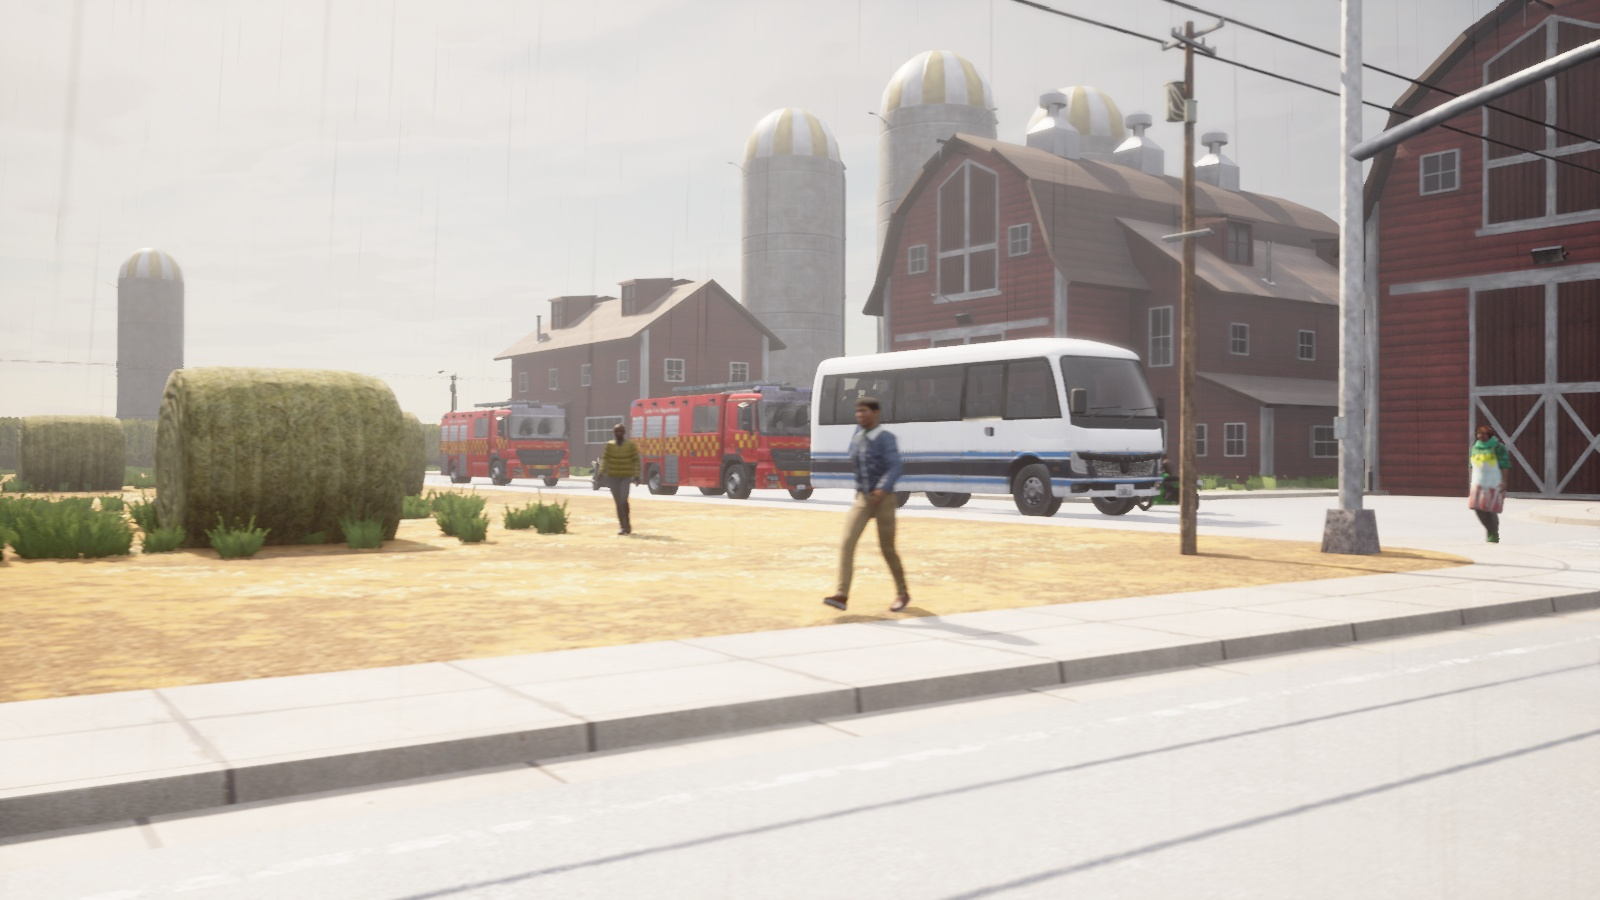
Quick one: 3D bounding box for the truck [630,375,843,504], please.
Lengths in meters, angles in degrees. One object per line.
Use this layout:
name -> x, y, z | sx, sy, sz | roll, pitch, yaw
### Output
truck -> -2.315, -0.307, 41.527 | 2.891, 3.827, 8.468 | 0, 0, -36

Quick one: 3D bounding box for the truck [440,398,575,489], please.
truck -> -13.387, -0.246, 56.836 | 2.891, 3.827, 8.468 | 0, 0, -36

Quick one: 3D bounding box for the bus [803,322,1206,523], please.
bus -> 4.708, -0.560, 31.822 | 3.944, 4.253, 10.273 | 0, 0, -36

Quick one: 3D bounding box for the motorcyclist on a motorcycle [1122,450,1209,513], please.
motorcyclist on a motorcycle -> 9.179, 0.774, 31.608 | 0.797, 1.523, 2.044 | 0, 0, -36

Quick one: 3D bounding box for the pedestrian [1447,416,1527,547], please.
pedestrian -> 10.478, 0.471, 19.161 | 0.873, 1.952, 0.659 | 0, 0, -19

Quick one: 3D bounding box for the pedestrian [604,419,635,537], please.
pedestrian -> -2.870, 0.439, 20.043 | 0.370, 1.835, 0.726 | 0, 0, 2

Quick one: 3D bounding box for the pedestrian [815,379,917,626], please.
pedestrian -> 0.547, 0.415, 10.332 | 0.423, 1.949, 0.788 | 0, 0, 45

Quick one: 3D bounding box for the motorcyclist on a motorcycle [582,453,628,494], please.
motorcyclist on a motorcycle -> -7.578, 0.904, 48.797 | 0.866, 1.530, 2.191 | 0, 0, -36
